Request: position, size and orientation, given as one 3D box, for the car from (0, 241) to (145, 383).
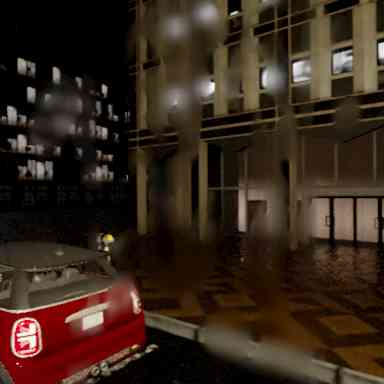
[{"bbox_3d":[-2.670,1.438,4.791,4.097,1.590,1.967,0,-1,36],"label":"car"}]
